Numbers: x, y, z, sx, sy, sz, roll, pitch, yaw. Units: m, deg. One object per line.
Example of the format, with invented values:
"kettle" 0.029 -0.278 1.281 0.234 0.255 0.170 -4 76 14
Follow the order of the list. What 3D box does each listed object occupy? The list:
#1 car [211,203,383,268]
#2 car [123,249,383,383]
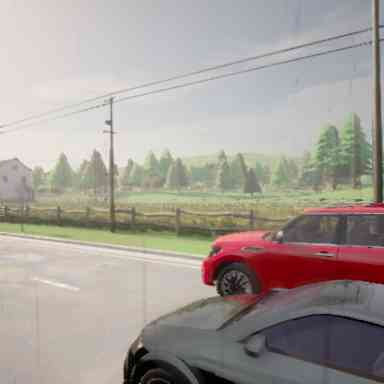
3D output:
"car" 2.868 1.237 6.244 5.566 2.045 2.150 -1 -1 35
"car" 1.331 1.572 3.042 4.181 1.385 1.994 -1 -1 35
